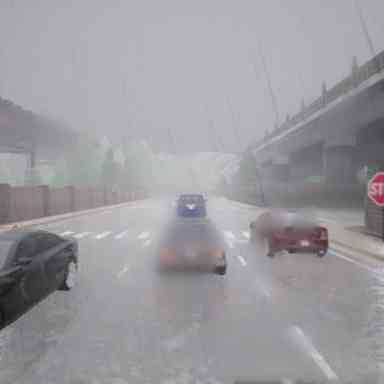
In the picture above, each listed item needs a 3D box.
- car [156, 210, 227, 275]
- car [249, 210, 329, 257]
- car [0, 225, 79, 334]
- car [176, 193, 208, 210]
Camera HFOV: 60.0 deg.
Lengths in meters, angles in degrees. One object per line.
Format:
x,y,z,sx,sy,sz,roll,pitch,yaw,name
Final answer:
-0.026,1.503,10.222,2.033,1.411,5.357,0,0,0,car
3.461,1.427,12.727,1.882,1.535,5.008,0,0,-1,car
-3.645,1.445,6.044,1.882,1.535,5.008,0,0,0,car
-0.030,1.117,24.686,2.150,2.045,5.566,0,1,0,car
